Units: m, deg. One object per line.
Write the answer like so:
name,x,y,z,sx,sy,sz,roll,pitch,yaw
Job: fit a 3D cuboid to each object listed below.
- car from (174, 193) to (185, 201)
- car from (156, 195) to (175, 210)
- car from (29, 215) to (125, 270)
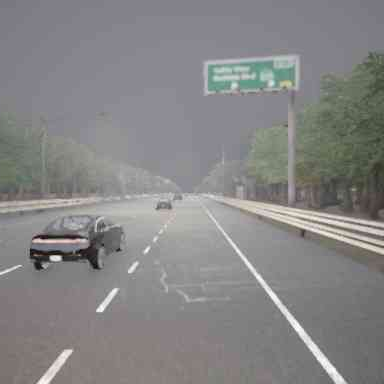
car,-3.428,1.240,81.746,2.150,2.045,5.566,0,0,0
car,-3.471,1.524,42.470,1.812,1.442,4.674,0,0,0
car,-3.496,1.491,10.961,2.128,1.511,4.902,0,0,0
